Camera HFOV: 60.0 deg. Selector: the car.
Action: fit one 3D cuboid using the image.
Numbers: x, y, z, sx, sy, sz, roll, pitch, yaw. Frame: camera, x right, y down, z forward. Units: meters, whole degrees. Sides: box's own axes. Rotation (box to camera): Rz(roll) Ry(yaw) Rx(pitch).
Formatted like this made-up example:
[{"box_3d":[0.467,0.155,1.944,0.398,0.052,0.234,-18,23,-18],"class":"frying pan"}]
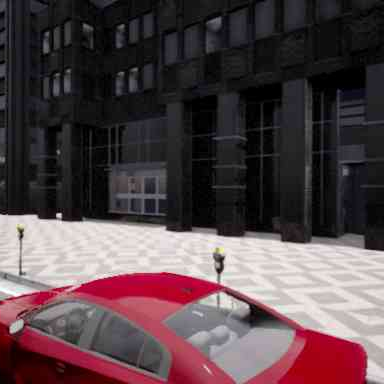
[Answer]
[{"box_3d":[-0.658,1.534,3.433,4.507,1.381,1.887,0,0,36],"class":"car"}]
